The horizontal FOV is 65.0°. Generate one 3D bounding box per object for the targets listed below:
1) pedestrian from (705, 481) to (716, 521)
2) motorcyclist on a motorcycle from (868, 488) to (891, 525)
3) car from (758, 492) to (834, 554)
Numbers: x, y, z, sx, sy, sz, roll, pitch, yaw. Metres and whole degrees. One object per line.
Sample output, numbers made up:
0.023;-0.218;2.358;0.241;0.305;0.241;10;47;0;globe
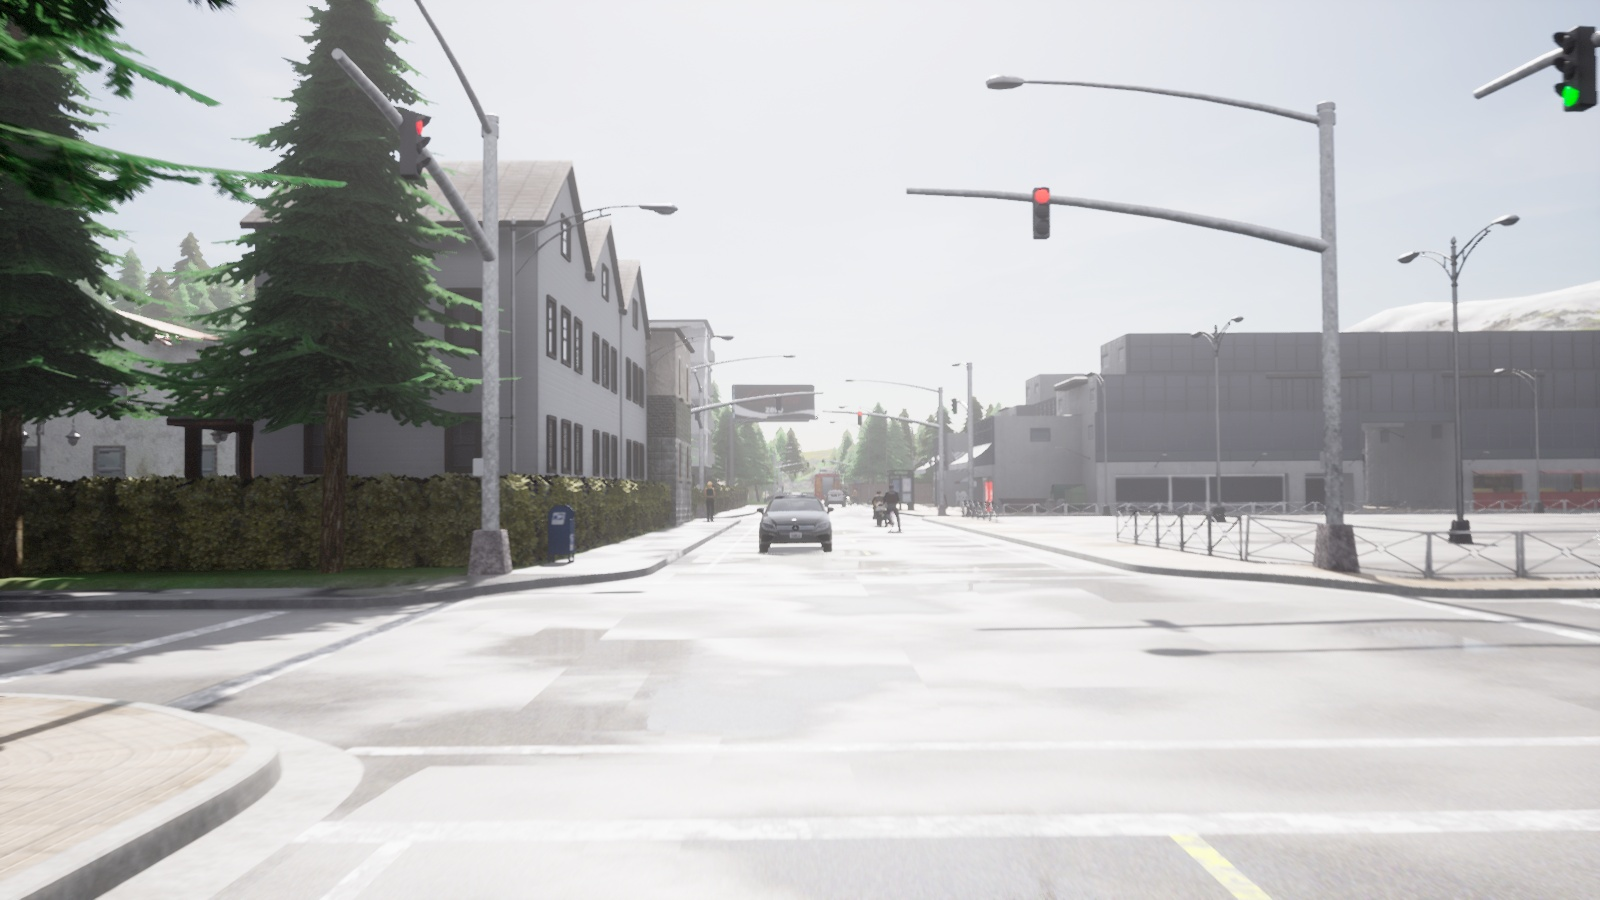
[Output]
-4.118;2.340;57.914;0.345;1.836;0.594;-1;-2;7;pedestrian
3.337;2.372;52.991;0.797;1.523;2.044;-1;-2;0;motorcyclist on a motorcycle
-0.108;1.859;32.949;1.812;1.442;4.674;-1;-2;0;car
